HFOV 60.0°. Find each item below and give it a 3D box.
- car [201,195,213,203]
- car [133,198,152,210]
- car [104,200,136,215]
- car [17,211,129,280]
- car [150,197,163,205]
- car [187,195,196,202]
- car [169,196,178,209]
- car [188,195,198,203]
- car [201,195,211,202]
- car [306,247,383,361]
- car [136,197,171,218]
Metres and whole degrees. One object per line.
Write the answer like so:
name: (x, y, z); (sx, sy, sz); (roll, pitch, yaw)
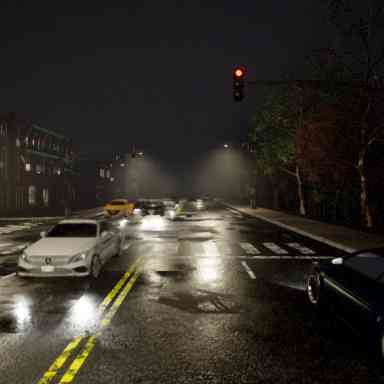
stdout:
car: (3.320, 1.467, 68.368); (2.128, 1.511, 4.902); (0, 0, 0)
car: (-6.618, 1.550, 44.664); (1.994, 1.385, 4.181); (0, 0, 0)
car: (-6.612, 1.470, 30.432); (1.882, 1.535, 5.008); (0, 0, 0)
car: (-3.354, 1.524, 10.051); (1.812, 1.442, 4.674); (0, 0, 0)
car: (-6.594, 1.580, 61.662); (1.895, 1.301, 4.718); (0, 0, 0)
car: (-0.037, 1.494, 79.776); (2.128, 1.511, 4.902); (0, 0, 0)
car: (-3.366, 1.586, 45.544); (1.895, 1.301, 4.718); (0, 0, 0)
car: (0.068, 1.501, 69.695); (1.812, 1.442, 4.674); (0, 0, 0)
car: (3.212, 1.510, 78.552); (2.033, 1.411, 5.357); (0, 0, 0)
car: (3.335, 1.563, 5.273); (1.994, 1.385, 4.181); (0, 0, 1)
car: (-3.364, 1.484, 29.911); (2.128, 1.511, 4.902); (0, 0, 0)
